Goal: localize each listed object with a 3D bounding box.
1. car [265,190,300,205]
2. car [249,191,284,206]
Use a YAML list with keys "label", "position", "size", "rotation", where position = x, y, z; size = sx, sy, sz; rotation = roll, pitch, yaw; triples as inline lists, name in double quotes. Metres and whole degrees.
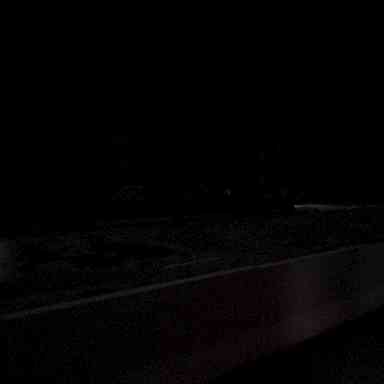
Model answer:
- label: "car"
  position: [12.090, 0.691, 45.936]
  size: [2.150, 2.045, 5.566]
  rotation: [-1, 1, -39]
- label: "car"
  position: [9.239, 1.001, 43.997]
  size: [1.882, 1.535, 5.008]
  rotation: [-1, 1, -35]
